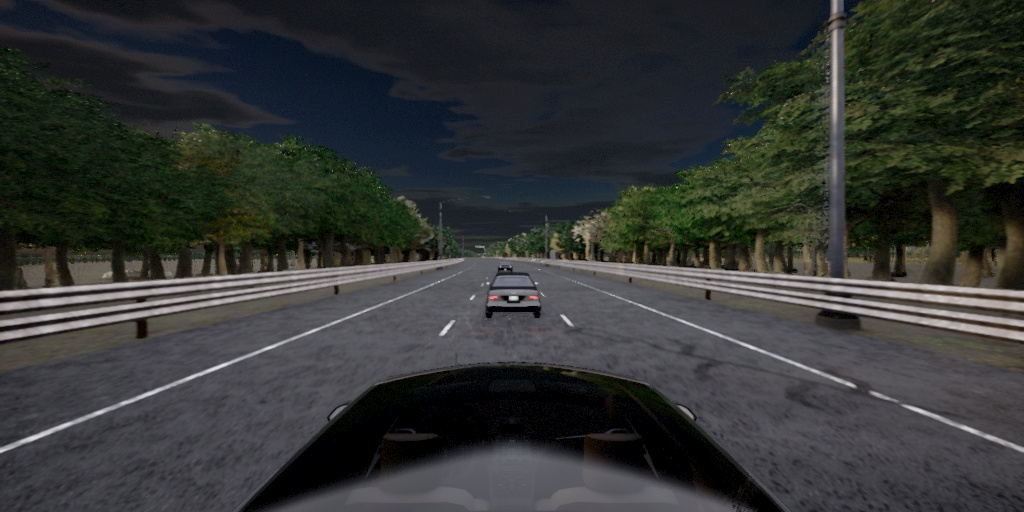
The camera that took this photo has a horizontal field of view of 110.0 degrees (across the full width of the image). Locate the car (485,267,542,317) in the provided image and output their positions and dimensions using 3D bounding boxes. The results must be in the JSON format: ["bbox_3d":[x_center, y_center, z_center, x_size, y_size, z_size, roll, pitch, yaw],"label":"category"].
[{"bbox_3d":[0.017,1.293,13.080,2.033,1.411,5.357,0,0,-1],"label":"car"}]

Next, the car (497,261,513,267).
[{"bbox_3d":[-0.888,1.337,44.995,1.895,1.301,4.718,0,0,-3],"label":"car"}]
